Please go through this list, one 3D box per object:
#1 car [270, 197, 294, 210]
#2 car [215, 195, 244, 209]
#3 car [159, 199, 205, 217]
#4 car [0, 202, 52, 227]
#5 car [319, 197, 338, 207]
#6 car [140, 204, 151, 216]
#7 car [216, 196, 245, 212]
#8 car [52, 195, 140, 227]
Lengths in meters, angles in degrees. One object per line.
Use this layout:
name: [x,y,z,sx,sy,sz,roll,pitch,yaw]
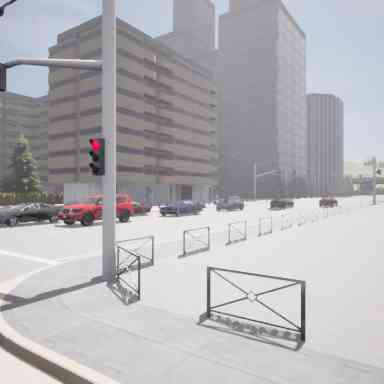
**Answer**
car: [12.000,1.477,43.977,1.882,1.535,5.008,0,0,35]
car: [5.356,1.352,46.961,2.097,1.767,4.553,0,0,35]
car: [-1.036,1.601,31.593,1.895,1.301,4.718,0,0,35]
car: [-11.244,1.492,22.951,2.128,1.511,4.902,0,0,35]
car: [20.846,1.478,50.674,1.882,1.535,5.008,0,0,35]
car: [-5.984,1.601,30.582,1.895,1.301,4.718,0,0,35]
car: [4.650,1.526,39.814,1.812,1.442,4.674,0,0,35]
car: [-6.582,1.221,23.549,2.150,2.045,5.566,0,0,35]
